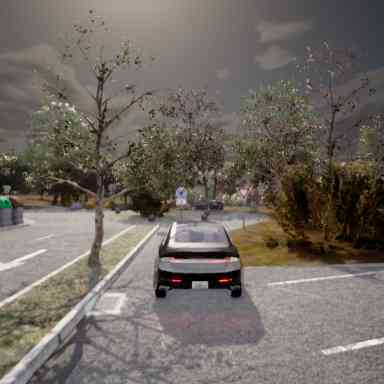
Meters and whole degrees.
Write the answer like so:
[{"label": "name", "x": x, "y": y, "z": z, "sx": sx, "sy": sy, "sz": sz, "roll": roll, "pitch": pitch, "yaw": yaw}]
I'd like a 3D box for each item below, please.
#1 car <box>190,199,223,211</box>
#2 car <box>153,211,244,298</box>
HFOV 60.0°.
[{"label": "car", "x": 1.735, "y": 1.679, "z": 41.407, "sx": 1.837, "sy": 1.490, "sz": 4.892, "roll": 4, "pitch": -4, "yaw": -40}, {"label": "car", "x": 0.109, "y": 1.482, "z": 8.513, "sx": 2.128, "sy": 1.511, "sz": 4.902, "roll": 0, "pitch": 0, "yaw": -1}]
